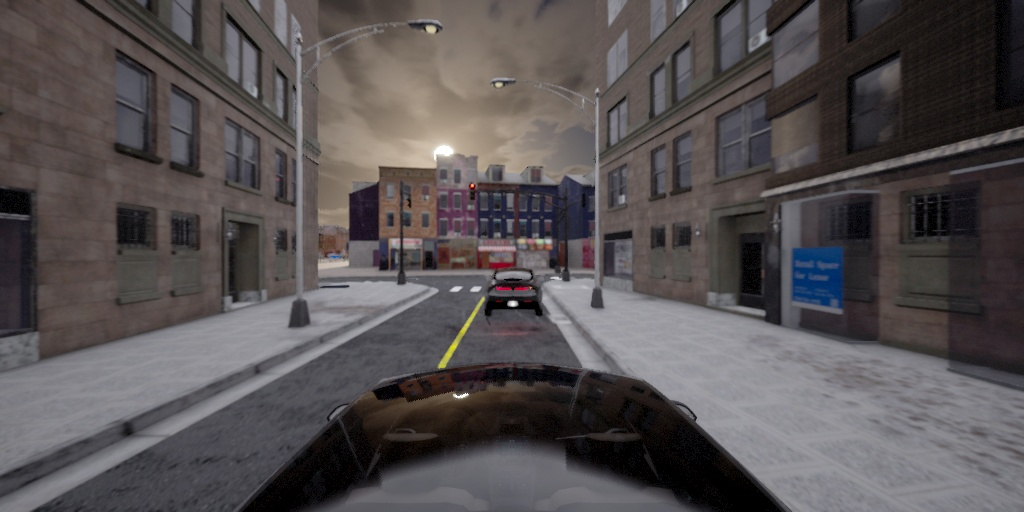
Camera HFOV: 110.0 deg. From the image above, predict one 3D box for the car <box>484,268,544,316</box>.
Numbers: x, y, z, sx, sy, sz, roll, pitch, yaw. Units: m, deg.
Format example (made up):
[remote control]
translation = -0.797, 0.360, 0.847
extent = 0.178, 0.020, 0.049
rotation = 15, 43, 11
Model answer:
[car]
translation = 0.090, 1.140, 12.796
extent = 1.837, 1.490, 4.892
rotation = 0, 0, 2
